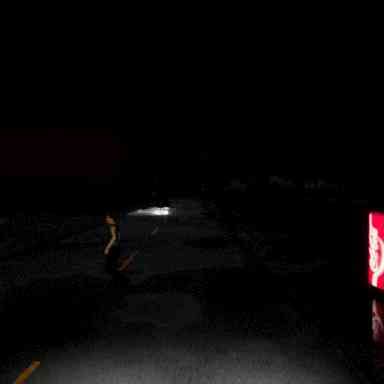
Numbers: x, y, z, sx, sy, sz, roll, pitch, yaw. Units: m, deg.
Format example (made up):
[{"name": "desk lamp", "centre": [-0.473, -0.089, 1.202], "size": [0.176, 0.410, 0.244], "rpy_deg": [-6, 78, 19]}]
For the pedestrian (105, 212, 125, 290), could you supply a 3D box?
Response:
[{"name": "pedestrian", "centre": [-1.816, 1.294, 7.637], "size": [0.375, 1.860, 0.375], "rpy_deg": [0, 0, 0]}]

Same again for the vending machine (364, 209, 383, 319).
[{"name": "vending machine", "centre": [4.262, 1.415, 6.736], "size": [1.100, 2.100, 0.880], "rpy_deg": [0, 0, 0]}]

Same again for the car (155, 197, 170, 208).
[{"name": "car", "centre": [-4.338, 1.491, 48.936], "size": [2.128, 1.511, 4.902], "rpy_deg": [0, 0, 0]}]
